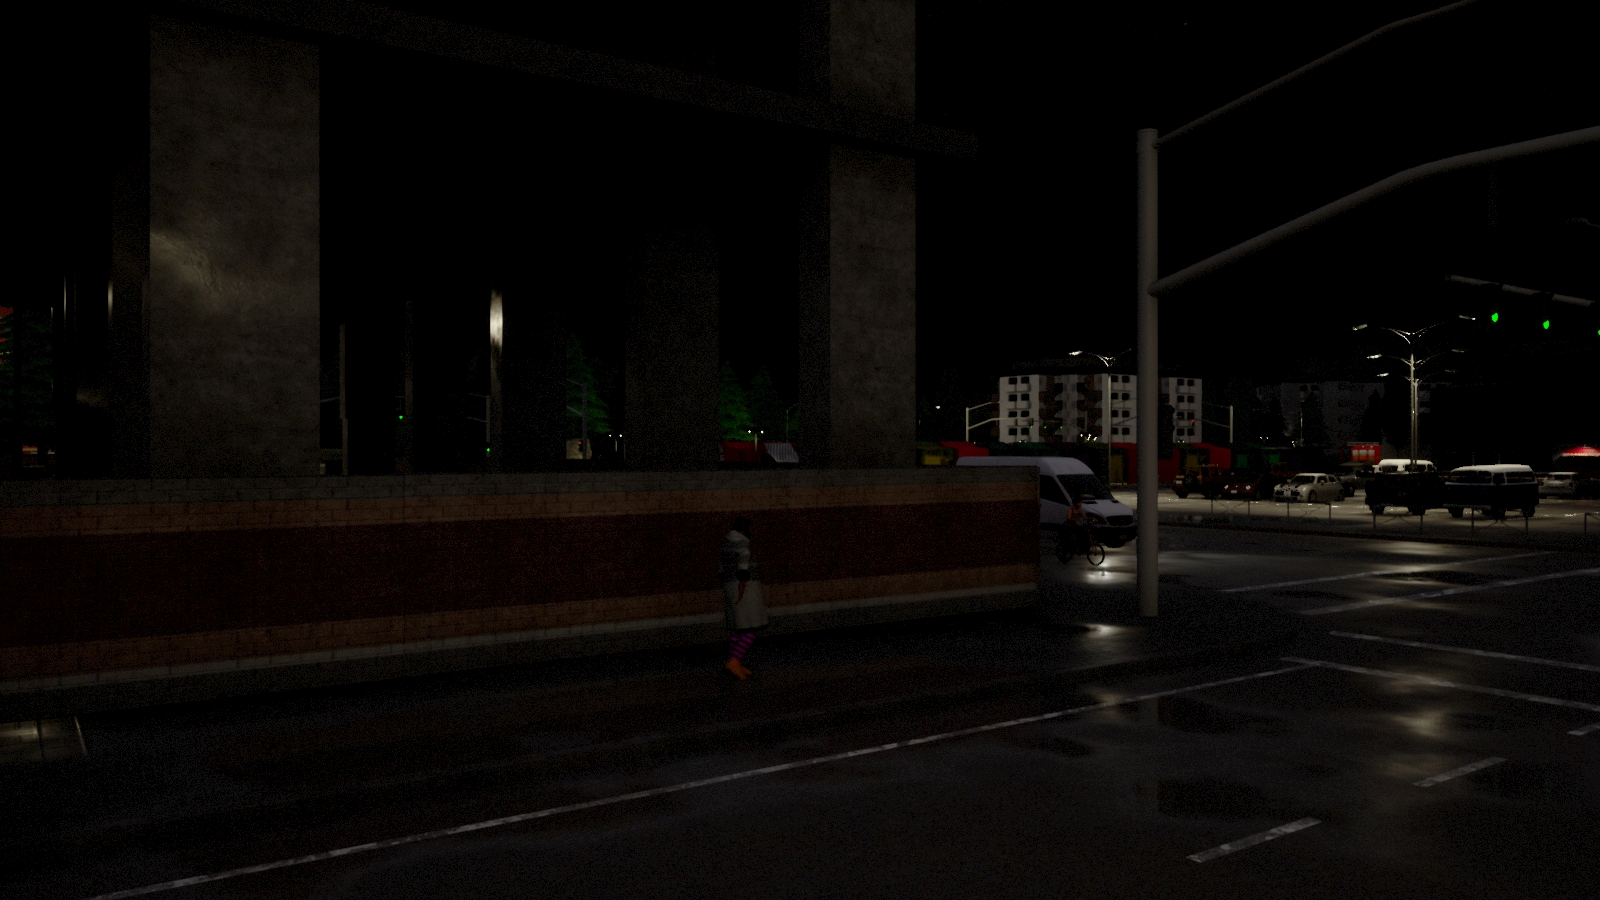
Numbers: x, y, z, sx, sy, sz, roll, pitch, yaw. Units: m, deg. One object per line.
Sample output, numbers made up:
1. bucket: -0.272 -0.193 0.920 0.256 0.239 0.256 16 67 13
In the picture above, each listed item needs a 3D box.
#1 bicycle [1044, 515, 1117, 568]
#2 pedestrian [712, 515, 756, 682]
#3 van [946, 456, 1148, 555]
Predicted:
1. bicycle: 6.706 2.169 27.364 0.859 1.126 1.487 0 0 -35
2. pedestrian: -0.767 1.693 13.188 0.375 1.860 0.375 0 0 -32
3. van: 6.983 1.470 33.056 1.988 2.561 5.915 0 0 -35
